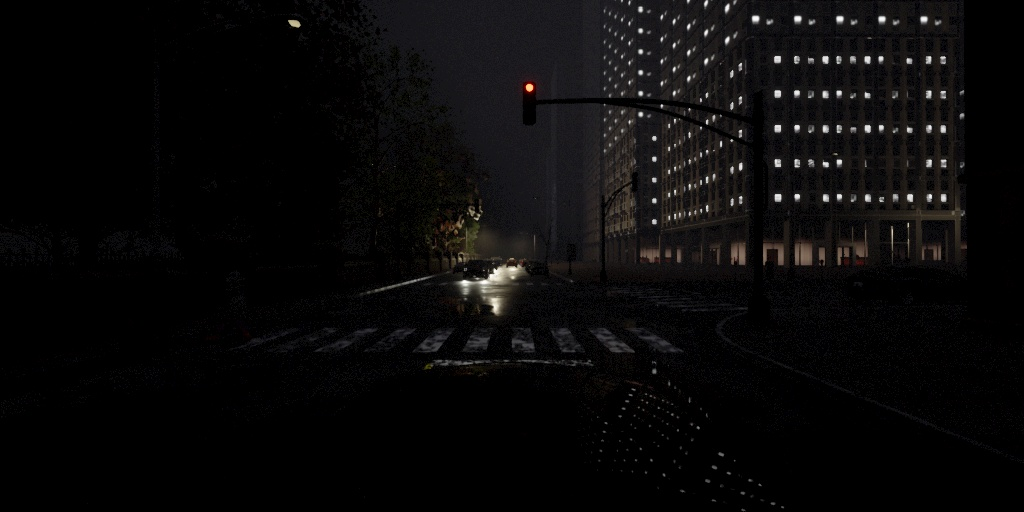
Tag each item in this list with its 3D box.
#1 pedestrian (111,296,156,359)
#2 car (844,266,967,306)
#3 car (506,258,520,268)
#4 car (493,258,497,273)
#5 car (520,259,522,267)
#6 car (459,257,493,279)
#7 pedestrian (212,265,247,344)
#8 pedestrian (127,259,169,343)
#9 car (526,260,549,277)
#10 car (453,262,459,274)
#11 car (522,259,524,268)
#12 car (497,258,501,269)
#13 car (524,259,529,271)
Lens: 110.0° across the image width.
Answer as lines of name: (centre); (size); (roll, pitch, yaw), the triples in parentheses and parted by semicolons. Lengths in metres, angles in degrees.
pedestrian: (-7.278, 1.381, 6.782); (0.500, 1.100, 0.500); (0, 0, 0)
car: (14.681, 1.026, 13.062); (4.313, 1.339, 1.948); (0, 0, 0)
car: (-0.017, 1.267, 62.094); (1.882, 1.535, 5.008); (0, 0, 0)
car: (-3.108, 1.274, 42.103); (1.837, 1.490, 4.892); (0, 0, 0)
car: (2.673, 1.337, 63.804); (1.888, 1.381, 4.507); (0, 0, 0)
car: (-3.105, 1.113, 31.953); (2.097, 1.767, 4.553); (0, 0, 0)
pedestrian: (-6.447, 1.043, 8.197); (0.375, 1.860, 0.375); (0, 0, 0)
pedestrian: (-7.594, 0.890, 7.493); (0.375, 1.860, 0.375); (0, 0, 0)
car: (2.679, 1.330, 35.642); (1.948, 1.339, 4.313); (0, 0, 0)
car: (-5.703, 1.350, 41.272); (1.802, 1.307, 4.207); (0, 0, 0)
car: (2.676, 1.339, 46.907); (1.948, 1.339, 4.313); (0, 0, 0)
car: (-3.103, 1.342, 52.126); (1.994, 1.385, 4.181); (0, 0, 0)
car: (2.678, 1.334, 41.274); (1.948, 1.339, 4.313); (0, 0, 0)
